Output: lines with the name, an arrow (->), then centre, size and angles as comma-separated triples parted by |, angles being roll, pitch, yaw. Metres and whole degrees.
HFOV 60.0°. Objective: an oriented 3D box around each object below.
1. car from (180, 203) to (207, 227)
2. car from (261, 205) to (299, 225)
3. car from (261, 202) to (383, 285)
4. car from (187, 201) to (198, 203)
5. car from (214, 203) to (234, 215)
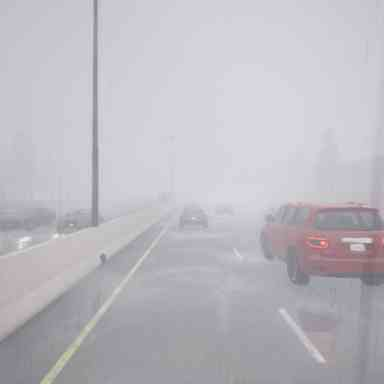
car -> 0.101, 1.787, 24.826 | 1.994, 1.385, 4.181 | 0, 0, 0
car -> 7.102, 1.808, 27.216 | 1.994, 1.385, 4.181 | 0, 0, 0
car -> 3.600, 1.312, 9.915 | 2.150, 2.045, 5.566 | 0, 0, 0
car -> 0.102, 1.894, 44.990 | 2.128, 1.511, 4.902 | 0, 0, 0
car -> 3.603, 1.945, 38.454 | 1.895, 1.301, 4.718 | 0, 0, 0
